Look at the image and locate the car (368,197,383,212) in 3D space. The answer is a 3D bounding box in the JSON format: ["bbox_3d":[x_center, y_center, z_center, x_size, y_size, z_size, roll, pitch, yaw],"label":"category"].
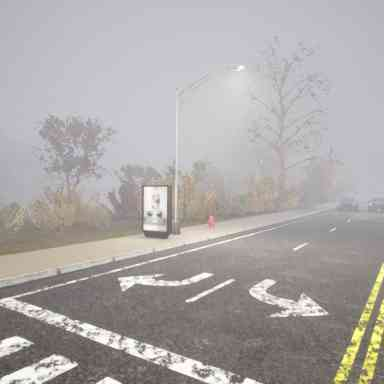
[{"bbox_3d":[21.474,1.392,38.124,2.097,1.767,4.553,0,0,30],"label":"car"}]

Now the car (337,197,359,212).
[{"bbox_3d":[18.670,1.390,39.767,2.097,1.767,4.553,0,0,30],"label":"car"}]
